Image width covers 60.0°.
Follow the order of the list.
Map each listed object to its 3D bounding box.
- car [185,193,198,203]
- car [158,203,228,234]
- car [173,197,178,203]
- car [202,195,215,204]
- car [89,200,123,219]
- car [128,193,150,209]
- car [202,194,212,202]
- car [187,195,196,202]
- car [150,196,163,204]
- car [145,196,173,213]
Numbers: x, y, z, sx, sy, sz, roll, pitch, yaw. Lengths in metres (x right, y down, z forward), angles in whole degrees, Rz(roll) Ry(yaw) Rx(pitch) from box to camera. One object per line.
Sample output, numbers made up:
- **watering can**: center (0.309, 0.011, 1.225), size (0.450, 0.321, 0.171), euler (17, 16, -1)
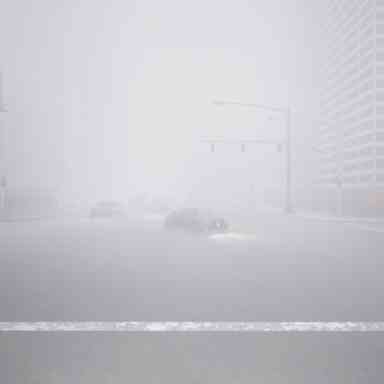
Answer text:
- **car**: center (-0.122, 1.221, 63.853), size (2.150, 2.045, 5.566), euler (0, 0, 0)
- **car**: center (0.149, 1.564, 19.365), size (1.994, 1.385, 4.181), euler (0, 0, -39)
- **car**: center (-3.692, 1.351, 52.425), size (2.097, 1.767, 4.553), euler (0, 0, 0)
- **car**: center (3.473, 1.525, 64.772), size (1.812, 1.442, 4.674), euler (0, 0, 0)
- **car**: center (-7.461, 1.504, 29.325), size (1.837, 1.490, 4.892), euler (0, 0, 4)
- **car**: center (-7.183, 1.222, 44.926), size (2.150, 2.045, 5.566), euler (0, 0, 0)
- **car**: center (3.360, 1.355, 74.675), size (2.097, 1.767, 4.553), euler (0, 0, 0)
- **car**: center (-0.143, 1.381, 74.524), size (1.994, 1.385, 4.181), euler (0, 0, 0)
- **car**: center (-7.143, 1.547, 67.180), size (2.033, 1.411, 5.357), euler (0, 0, 0)
- **car**: center (-3.672, 1.489, 37.555), size (2.128, 1.511, 4.902), euler (0, 0, 0)
